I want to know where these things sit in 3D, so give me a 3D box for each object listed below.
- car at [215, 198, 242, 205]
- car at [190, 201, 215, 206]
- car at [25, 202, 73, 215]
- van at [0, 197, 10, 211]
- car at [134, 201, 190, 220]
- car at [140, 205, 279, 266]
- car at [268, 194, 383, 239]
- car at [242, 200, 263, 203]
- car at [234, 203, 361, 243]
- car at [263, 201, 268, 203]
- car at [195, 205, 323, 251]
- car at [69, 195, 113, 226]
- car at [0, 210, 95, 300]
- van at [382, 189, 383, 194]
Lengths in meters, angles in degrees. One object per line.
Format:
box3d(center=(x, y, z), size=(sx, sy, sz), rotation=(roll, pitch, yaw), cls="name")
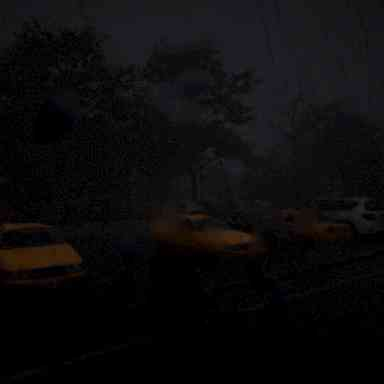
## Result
box3d(center=(1.754, 1.547, 29.260), size=(2.163, 1.488, 4.792), rotation=(0, 0, -35), cls="car")
box3d(center=(-0.524, 1.552, 27.684), size=(2.002, 1.452, 4.674), rotation=(0, 0, -35), cls="car")
box3d(center=(-9.559, 1.518, 21.271), size=(2.163, 1.488, 4.792), rotation=(0, 0, -35), cls="car")
box3d(center=(-12.007, 1.259, 19.721), size=(1.878, 1.987, 4.442), rotation=(0, 0, -35), cls="van")
box3d(center=(-2.682, 1.503, 25.936), size=(1.946, 1.575, 5.366), rotation=(0, 0, -35), cls="car")
box3d(center=(0.314, 1.496, 12.039), size=(1.946, 1.575, 5.366), rotation=(0, 0, -35), cls="car")
box3d(center=(6.994, 1.265, 17.019), size=(2.435, 2.045, 5.566), rotation=(0, 0, -35), cls="car")
box3d(center=(3.880, 1.398, 30.836), size=(2.185, 1.767, 4.553), rotation=(0, 0, -35), cls="car")
box3d(center=(4.635, 1.507, 15.545), size=(1.946, 1.575, 5.366), rotation=(0, 0, -35), cls="car")
box3d(center=(6.164, 1.529, 32.405), size=(2.097, 1.535, 5.008), rotation=(0, 0, -35), cls="car")
box3d(center=(2.470, 1.506, 13.797), size=(2.231, 1.521, 4.892), rotation=(0, 0, -35), cls="car")
box3d(center=(-7.329, 1.243, 22.916), size=(2.435, 2.045, 5.566), rotation=(0, 0, -35), cls="car")
box3d(center=(-4.320, 1.486, 8.766), size=(1.946, 1.575, 5.366), rotation=(0, 0, -35), cls="car")
box3d(center=(28.210, 0.577, 48.149), size=(1.878, 1.987, 4.442), rotation=(-1, 1, -35), cls="van")
